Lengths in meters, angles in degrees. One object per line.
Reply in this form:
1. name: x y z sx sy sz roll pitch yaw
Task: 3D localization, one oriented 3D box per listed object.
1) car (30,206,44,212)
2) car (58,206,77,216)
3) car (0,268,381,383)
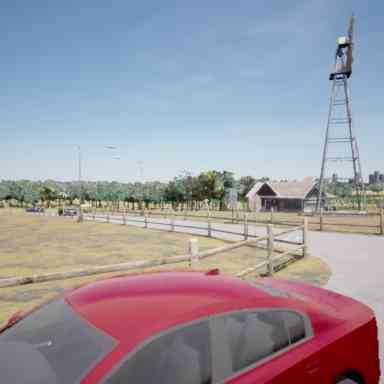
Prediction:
1. car: -36.896 4.159 80.081 2.097 1.767 4.553 0 -3 -36
2. car: -18.705 2.784 49.939 2.128 1.511 4.902 0 -2 -36
3. car: -0.473 1.478 2.615 5.008 1.535 1.882 0 0 -36
